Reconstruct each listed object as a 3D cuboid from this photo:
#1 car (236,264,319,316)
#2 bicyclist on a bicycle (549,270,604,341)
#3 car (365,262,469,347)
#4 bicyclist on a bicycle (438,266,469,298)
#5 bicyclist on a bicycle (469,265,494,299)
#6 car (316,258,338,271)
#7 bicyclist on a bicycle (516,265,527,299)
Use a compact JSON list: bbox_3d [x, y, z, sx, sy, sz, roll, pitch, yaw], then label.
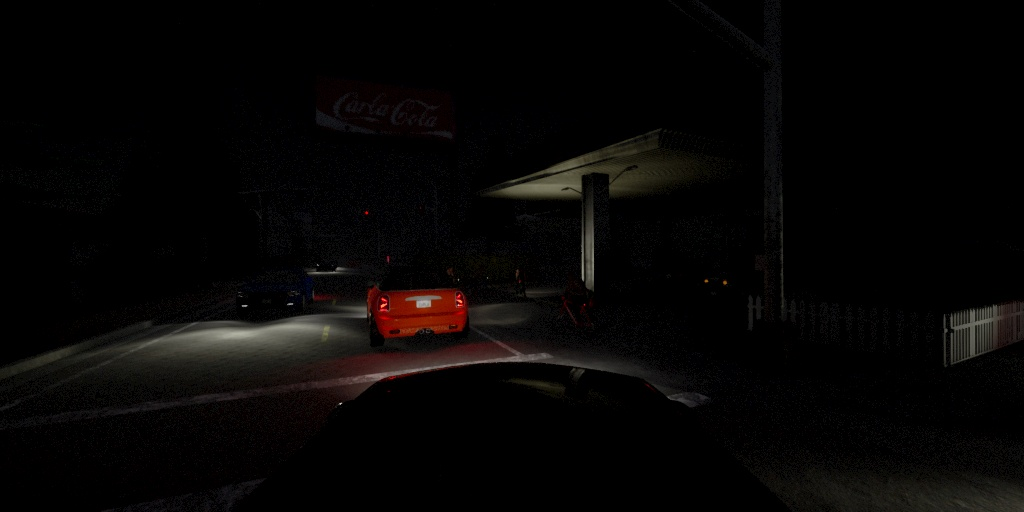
[{"bbox_3d":[-8.723,1.190,13.559,1.882,1.535,5.008,1,-1,-24],"label":"car"},{"bbox_3d":[1.551,1.188,8.824,0.582,1.620,1.656,3,-2,-44],"label":"bicyclist on a bicycle"},{"bbox_3d":[-2.672,1.022,9.438,2.097,1.767,4.553,0,0,-23],"label":"car"},{"bbox_3d":[-2.924,1.266,16.453,1.656,1.620,0.582,1,0,36],"label":"bicyclist on a bicycle"},{"bbox_3d":[-1.642,1.295,17.860,1.656,1.620,0.582,1,0,-22],"label":"bicyclist on a bicycle"},{"bbox_3d":[-24.188,1.102,46.702,2.097,1.767,4.553,0,0,-25],"label":"car"},{"bbox_3d":[0.464,1.293,18.014,0.582,1.620,1.656,0,0,15],"label":"bicyclist on a bicycle"}]
